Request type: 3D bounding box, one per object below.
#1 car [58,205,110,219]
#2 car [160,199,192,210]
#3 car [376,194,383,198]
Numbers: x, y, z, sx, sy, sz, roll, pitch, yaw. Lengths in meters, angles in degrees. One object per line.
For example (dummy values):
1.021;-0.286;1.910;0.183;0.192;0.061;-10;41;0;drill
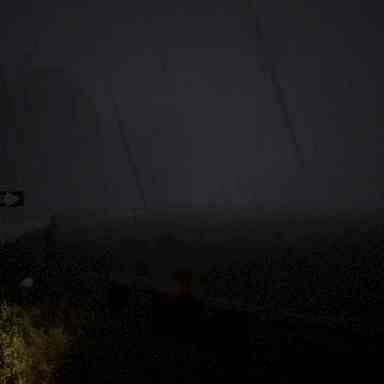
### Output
-8.012;1.680;24.815;1.994;1.385;4.181;0;0;31;car
-1.971;1.632;41.271;2.128;1.511;4.902;0;0;34;car
46.652;1.356;79.410;4.605;1.855;1.932;0;0;35;car
